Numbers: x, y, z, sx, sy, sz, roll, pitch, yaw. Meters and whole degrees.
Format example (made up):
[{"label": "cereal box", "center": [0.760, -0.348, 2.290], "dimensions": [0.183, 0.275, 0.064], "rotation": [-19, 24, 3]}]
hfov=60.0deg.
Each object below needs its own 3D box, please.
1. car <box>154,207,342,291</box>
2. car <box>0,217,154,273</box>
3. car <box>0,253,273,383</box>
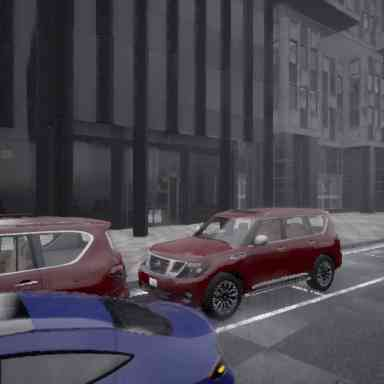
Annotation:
[{"label": "car", "center": [1.343, 1.314, 7.479], "dimensions": [5.009, 1.841, 2.192], "rotation": [0, 0, -35]}, {"label": "car", "center": [-3.254, 1.315, 4.211], "dimensions": [5.009, 1.841, 2.192], "rotation": [0, 0, -35]}, {"label": "car", "center": [-1.787, 1.526, 2.105], "dimensions": [4.674, 1.442, 1.812], "rotation": [0, 0, -35]}]
